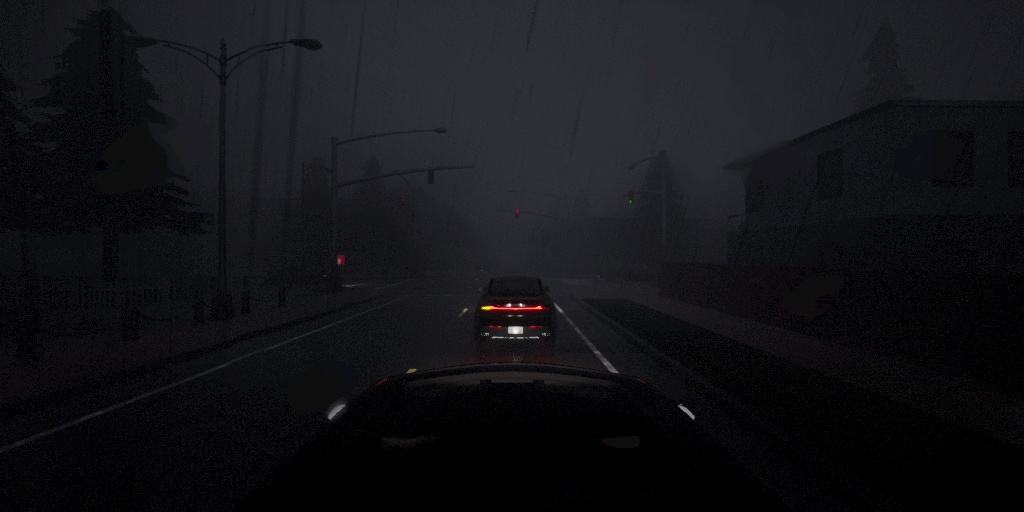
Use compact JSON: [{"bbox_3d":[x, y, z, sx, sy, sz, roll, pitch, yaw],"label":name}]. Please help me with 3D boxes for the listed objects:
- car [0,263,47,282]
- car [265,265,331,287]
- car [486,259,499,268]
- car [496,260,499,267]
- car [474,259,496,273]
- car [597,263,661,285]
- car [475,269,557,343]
[{"bbox_3d":[-34.241,1.329,23.644,4.181,1.385,1.994,0,0,-1],"label":"car"},{"bbox_3d":[-14.166,1.329,24.214,4.181,1.385,1.994,0,0,-3],"label":"car"},{"bbox_3d":[-3.407,1.297,65.038,2.033,1.411,5.357,0,0,1],"label":"car"},{"bbox_3d":[-3.475,1.242,54.581,2.128,1.511,4.902,0,0,0],"label":"car"},{"bbox_3d":[-3.505,1.297,44.399,2.033,1.411,5.357,0,0,0],"label":"car"},{"bbox_3d":[8.551,1.222,25.450,4.902,1.511,2.128,0,0,-3],"label":"car"},{"bbox_3d":[0.092,1.255,9.684,1.837,1.490,4.892,0,0,0],"label":"car"}]
